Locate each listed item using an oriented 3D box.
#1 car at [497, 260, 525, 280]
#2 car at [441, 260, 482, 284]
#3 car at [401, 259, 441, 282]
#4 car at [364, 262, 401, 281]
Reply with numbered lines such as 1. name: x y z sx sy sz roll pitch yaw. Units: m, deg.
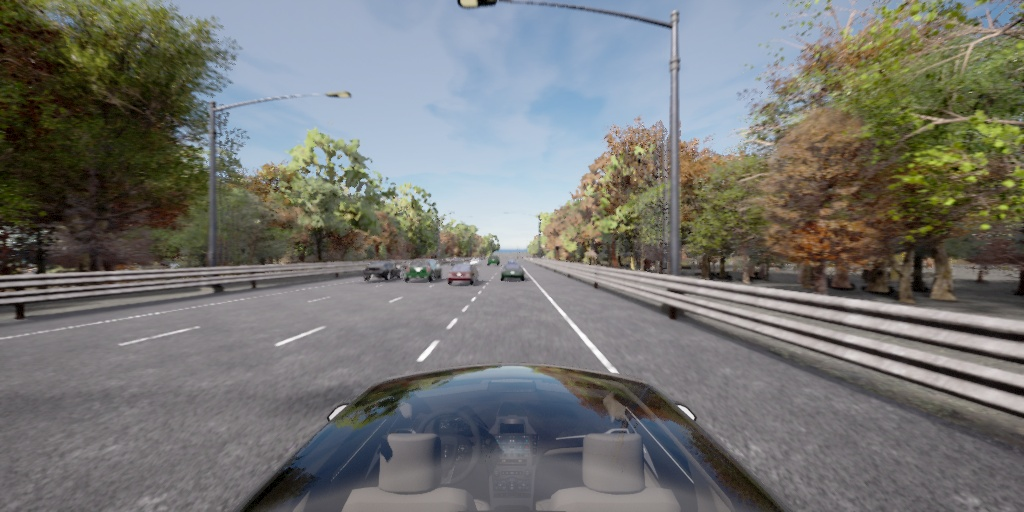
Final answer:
1. car: 0.061 1.271 30.317 1.994 1.385 4.181 0 0 0
2. car: -3.471 1.260 26.154 2.033 1.411 5.357 0 0 1
3. car: -6.949 1.060 28.738 2.097 1.767 4.553 0 0 0
4. car: -10.444 1.215 29.291 1.837 1.490 4.892 0 1 0
